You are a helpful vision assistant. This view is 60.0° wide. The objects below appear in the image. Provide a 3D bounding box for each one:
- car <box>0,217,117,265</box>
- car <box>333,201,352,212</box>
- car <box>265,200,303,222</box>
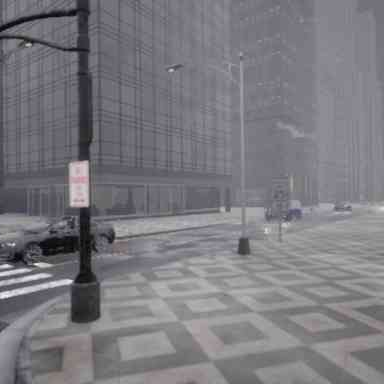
[{"bbox_3d":[-5.185,1.732,12.843,2.128,1.511,4.902,-1,-1,36],"label":"car"},{"bbox_3d":[24.151,2.223,53.414,2.097,1.767,4.553,-1,-1,36],"label":"car"},{"bbox_3d":[9.067,1.807,32.558,2.150,2.045,5.566,-1,-1,36],"label":"car"}]
